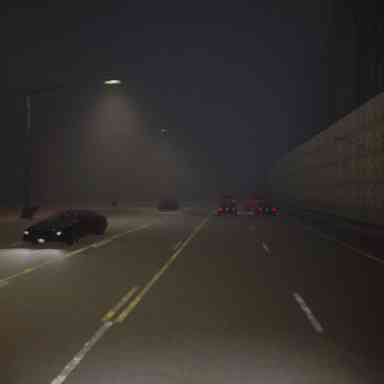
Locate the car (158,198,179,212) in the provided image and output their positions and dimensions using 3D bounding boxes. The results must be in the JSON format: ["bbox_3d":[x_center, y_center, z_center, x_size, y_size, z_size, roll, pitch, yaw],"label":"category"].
[{"bbox_3d":[-2.839,1.504,40.452,1.882,1.535,5.008,0,0,7],"label":"car"}]

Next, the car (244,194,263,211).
[{"bbox_3d":[8.038,1.303,42.588,2.150,2.045,5.566,0,0,6],"label":"car"}]

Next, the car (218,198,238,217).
[{"bbox_3d":[3.467,1.597,32.483,2.033,1.411,5.357,0,0,7],"label":"car"}]

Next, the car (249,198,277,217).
[{"bbox_3d":[6.945,1.613,31.994,2.033,1.411,5.357,0,0,7],"label":"car"}]

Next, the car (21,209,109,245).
[{"bbox_3d":[-5.659,1.535,15.752,2.033,1.411,5.357,0,0,6],"label":"car"}]

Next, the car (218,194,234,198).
[{"bbox_3d":[4.560,1.287,42.981,2.150,2.045,5.566,0,0,6],"label":"car"}]

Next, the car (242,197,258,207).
[{"bbox_3d":[9.198,1.589,52.885,2.128,1.511,4.902,0,0,6],"label":"car"}]
